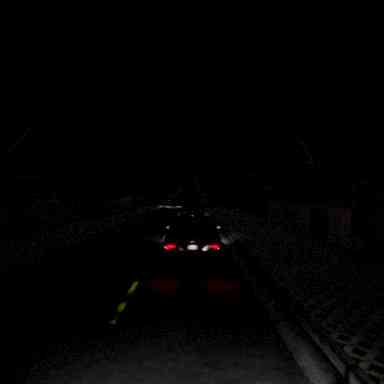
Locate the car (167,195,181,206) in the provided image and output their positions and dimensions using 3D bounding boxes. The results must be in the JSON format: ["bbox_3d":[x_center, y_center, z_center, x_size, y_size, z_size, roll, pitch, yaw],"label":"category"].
[{"bbox_3d":[-2.851,1.358,54.337,2.097,1.767,4.553,0,0,0],"label":"car"}]

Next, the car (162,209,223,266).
[{"bbox_3d":[0.038,1.545,11.490,2.033,1.411,5.357,0,0,1],"label":"car"}]

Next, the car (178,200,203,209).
[{"bbox_3d":[0.046,1.617,28.793,1.895,1.301,4.718,0,0,0],"label":"car"}]
